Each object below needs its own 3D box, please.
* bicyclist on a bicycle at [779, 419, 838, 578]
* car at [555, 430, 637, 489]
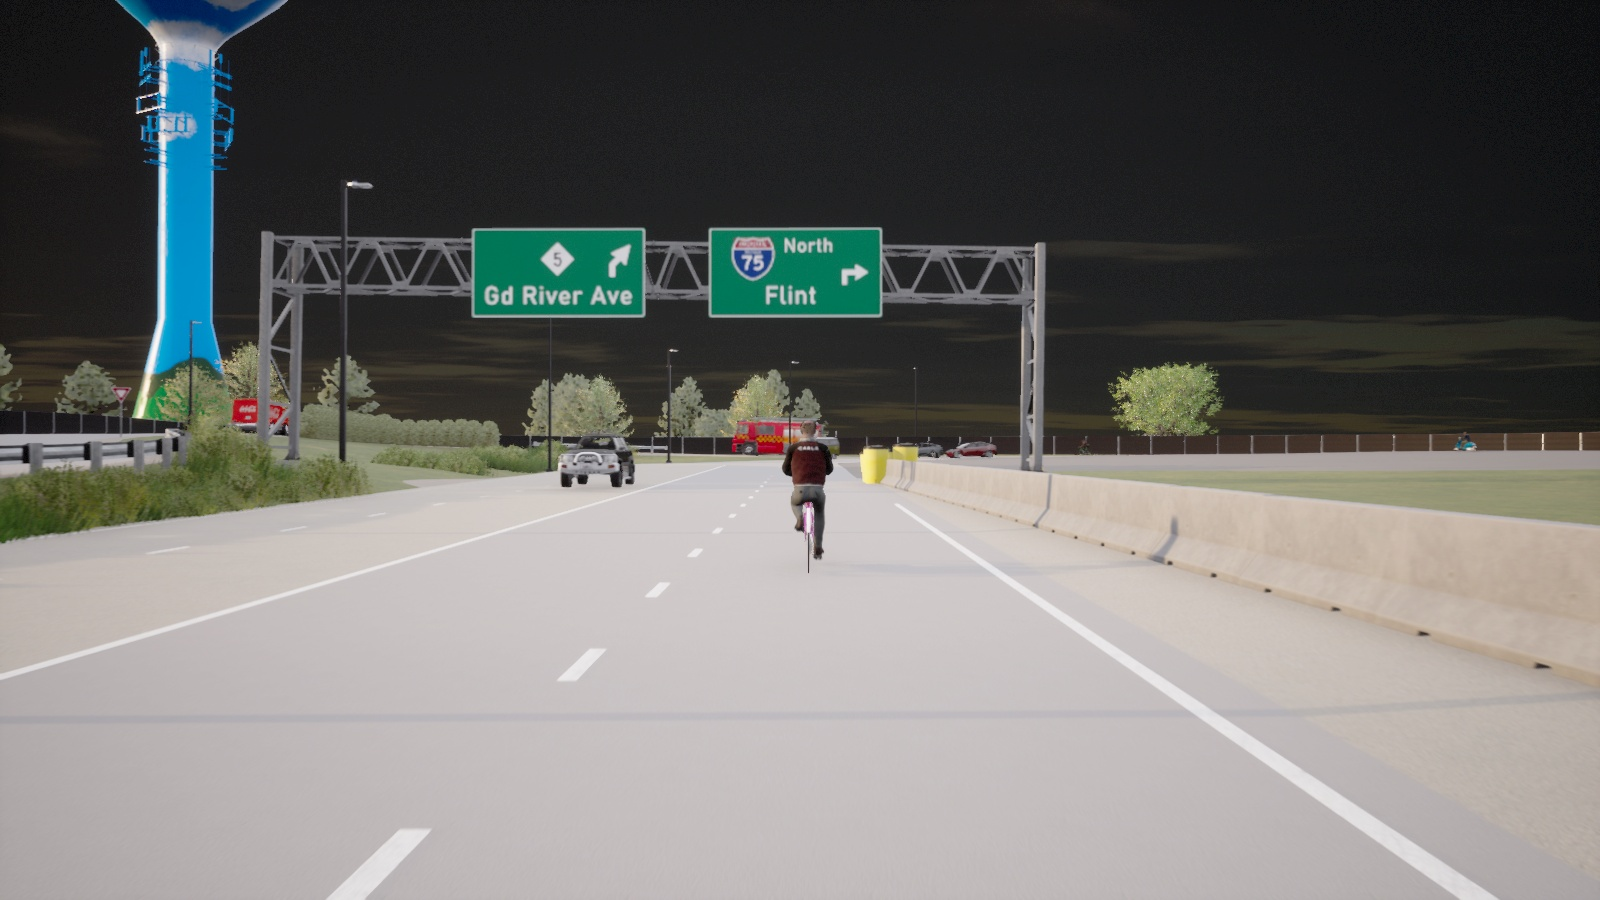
[{"bbox_3d":[0.101,0.533,14.991,0.659,1.776,1.843,0,1,0],"label":"bicyclist on a bicycle"},{"bbox_3d":[-6.741,0.299,41.957,1.932,1.855,4.605,0,0,0],"label":"car"}]
